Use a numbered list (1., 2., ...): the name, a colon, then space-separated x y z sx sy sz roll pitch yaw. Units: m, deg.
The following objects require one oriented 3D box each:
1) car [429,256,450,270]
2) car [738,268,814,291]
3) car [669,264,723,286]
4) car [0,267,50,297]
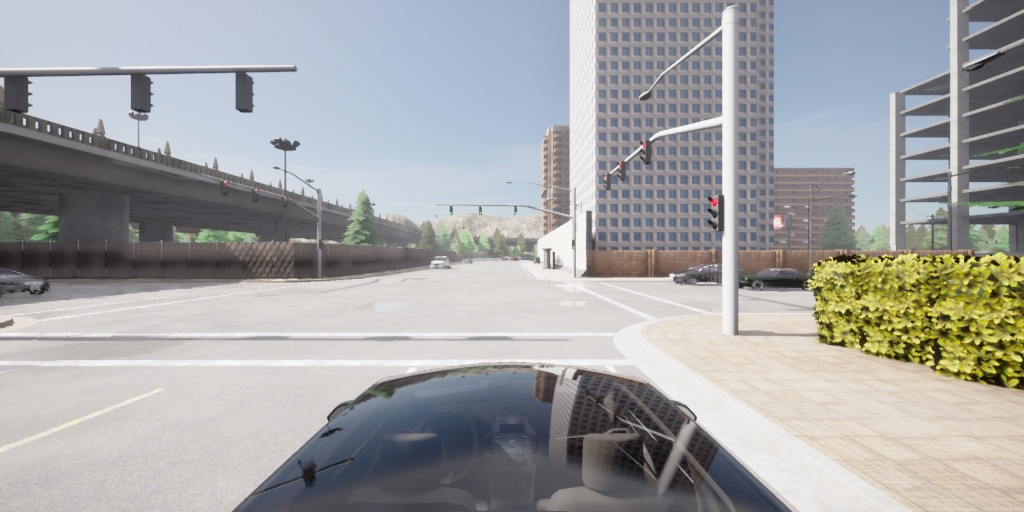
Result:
1. car: -10.510 1.086 52.552 2.150 2.045 5.566 0 1 0
2. car: 15.806 1.406 21.650 4.718 1.301 1.895 0 0 0
3. car: 13.644 1.296 25.145 4.902 1.511 2.128 0 0 0
4. car: -26.187 1.296 17.857 4.902 1.511 2.128 0 0 0
